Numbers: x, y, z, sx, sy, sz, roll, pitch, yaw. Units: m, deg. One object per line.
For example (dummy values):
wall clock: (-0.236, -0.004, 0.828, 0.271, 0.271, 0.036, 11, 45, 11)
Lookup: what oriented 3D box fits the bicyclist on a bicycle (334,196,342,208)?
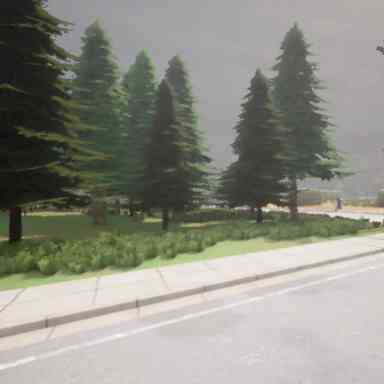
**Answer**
bicyclist on a bicycle: (17.067, 1.347, 38.782, 1.656, 1.620, 0.582, 0, 0, -35)
